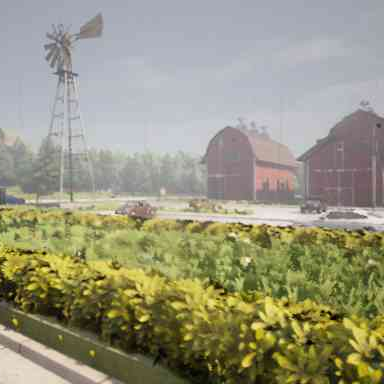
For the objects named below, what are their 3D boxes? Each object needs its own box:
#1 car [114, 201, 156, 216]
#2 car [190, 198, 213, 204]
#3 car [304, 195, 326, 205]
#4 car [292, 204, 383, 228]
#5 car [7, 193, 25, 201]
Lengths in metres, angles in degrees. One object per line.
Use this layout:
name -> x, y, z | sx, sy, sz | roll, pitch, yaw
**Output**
car -> -5.158, 1.504, 30.439 | 1.784, 1.438, 3.905 | 0, 0, 35
car -> 1.265, 1.488, 41.649 | 1.816, 1.474, 4.193 | 0, 0, 35
car -> 12.621, 1.305, 34.359 | 1.905, 1.878, 3.866 | 0, 0, 35
car -> 7.120, 1.523, 15.870 | 4.674, 1.442, 1.812 | 0, 0, 36
car -> -27.422, 1.181, 48.711 | 2.150, 2.045, 5.566 | 0, 0, 36
